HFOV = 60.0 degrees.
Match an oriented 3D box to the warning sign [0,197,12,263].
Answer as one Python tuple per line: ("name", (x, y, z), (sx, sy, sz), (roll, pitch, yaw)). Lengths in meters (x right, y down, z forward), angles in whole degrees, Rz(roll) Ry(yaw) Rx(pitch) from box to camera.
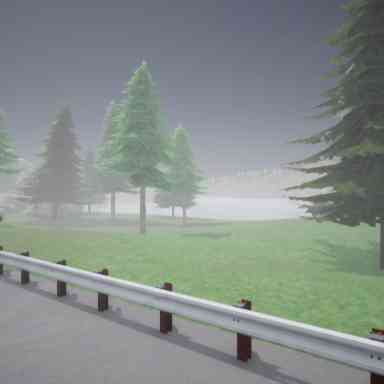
("warning sign", (-6.092, 1.089, 9.552), (1.060, 1.860, 1.300), (0, 0, 38))
